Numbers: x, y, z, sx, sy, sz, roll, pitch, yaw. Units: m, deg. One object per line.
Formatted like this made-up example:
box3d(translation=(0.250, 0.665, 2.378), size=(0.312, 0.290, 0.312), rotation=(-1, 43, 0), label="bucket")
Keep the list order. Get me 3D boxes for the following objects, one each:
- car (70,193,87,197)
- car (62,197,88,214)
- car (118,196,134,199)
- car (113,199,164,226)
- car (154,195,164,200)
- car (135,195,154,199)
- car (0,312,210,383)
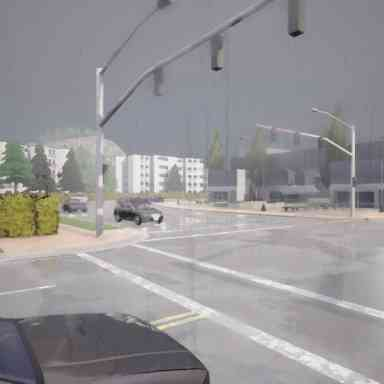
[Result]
box3d(translation=(-19.161, 1.223, 56.047), size=(2.150, 2.045, 5.566), rotation=(0, 0, -5), label="car")
box3d(translation=(-12.840, 1.548, 36.267), size=(2.033, 1.411, 5.357), rotation=(0, 0, -31), label="car")
box3d(translation=(-12.079, 1.492, 58.840), size=(2.128, 1.511, 4.902), rotation=(0, 0, -4), label="car")
box3d(translation=(-3.903, 1.491, 23.809), size=(2.128, 1.511, 4.902), rotation=(0, 0, -39), label="car")
box3d(translation=(-7.556, 1.354, 70.921), size=(2.097, 1.767, 4.553), rotation=(0, 0, 17), label="car")
box3d(translation=(-8.650, 1.505, 61.156), size=(1.837, 1.490, 4.892), rotation=(0, 0, -1), label="car")
box3d(translation=(-2.380, 1.547, 2.067), size=(5.357, 1.411, 2.033), rotation=(0, 0, -35), label="car")
